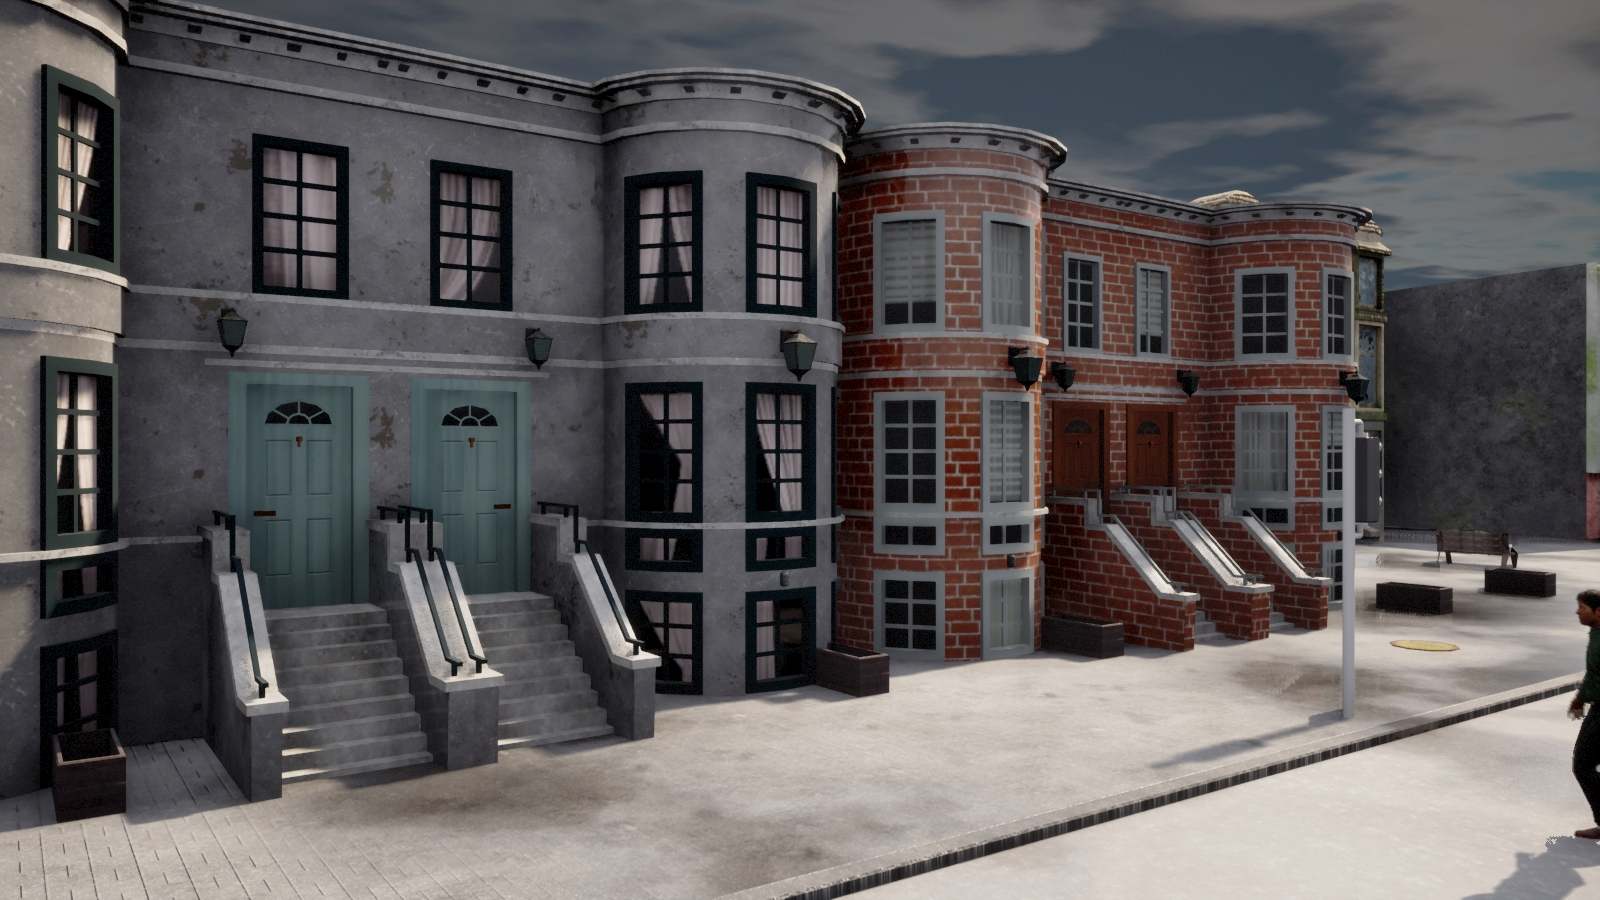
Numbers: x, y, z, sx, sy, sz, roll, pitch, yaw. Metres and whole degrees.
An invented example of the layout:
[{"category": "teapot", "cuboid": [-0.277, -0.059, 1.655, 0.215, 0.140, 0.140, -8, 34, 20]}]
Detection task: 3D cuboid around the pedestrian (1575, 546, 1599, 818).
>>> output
[{"category": "pedestrian", "cuboid": [5.733, 1.629, 8.065, 0.375, 1.860, 0.375, 0, 0, 24]}]
